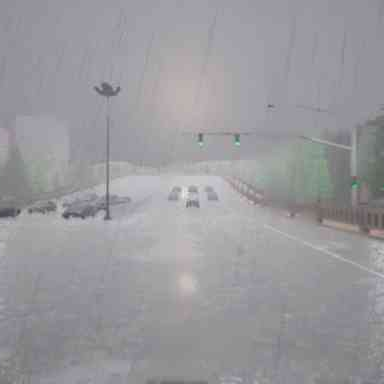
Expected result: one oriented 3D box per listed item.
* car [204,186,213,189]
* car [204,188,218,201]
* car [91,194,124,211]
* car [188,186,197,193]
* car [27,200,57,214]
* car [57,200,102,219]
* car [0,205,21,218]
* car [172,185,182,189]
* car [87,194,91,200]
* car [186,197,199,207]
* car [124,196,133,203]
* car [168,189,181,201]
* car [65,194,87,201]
[{"bbox_3d":[3.655,-0.685,72.610,1.895,1.301,4.718,0,7,0],"label":"car"},{"bbox_3d":[3.680,0.760,59.410,2.033,1.411,5.357,0,5,0],"label":"car"},{"bbox_3d":[-10.566,1.435,41.995,2.150,2.045,5.566,0,1,0],"label":"car"},{"bbox_3d":[0.155,-0.695,72.356,1.994,1.385,4.181,0,7,0],"label":"car"},{"bbox_3d":[-17.577,1.759,39.402,1.837,1.490,4.892,0,1,0],"label":"car"},{"bbox_3d":[-10.584,1.779,31.835,2.033,1.411,5.357,0,0,0],"label":"car"},{"bbox_3d":[-17.626,1.826,30.201,1.895,1.301,4.718,0,0,1],"label":"car"},{"bbox_3d":[-3.345,-0.776,72.609,1.837,1.490,4.892,0,7,0],"label":"car"},{"bbox_3d":[-17.470,1.006,56.731,2.033,1.411,5.357,0,5,2],"label":"car"},{"bbox_3d":[0.119,1.436,50.107,1.812,1.442,4.674,0,3,0],"label":"car"},{"bbox_3d":[-10.541,1.368,51.940,1.994,1.385,4.181,0,4,0],"label":"car"},{"bbox_3d":[-3.322,0.789,59.143,2.033,1.411,5.357,0,5,0],"label":"car"},{"bbox_3d":[-17.551,1.494,49.070,1.812,1.442,4.674,0,3,0],"label":"car"}]
